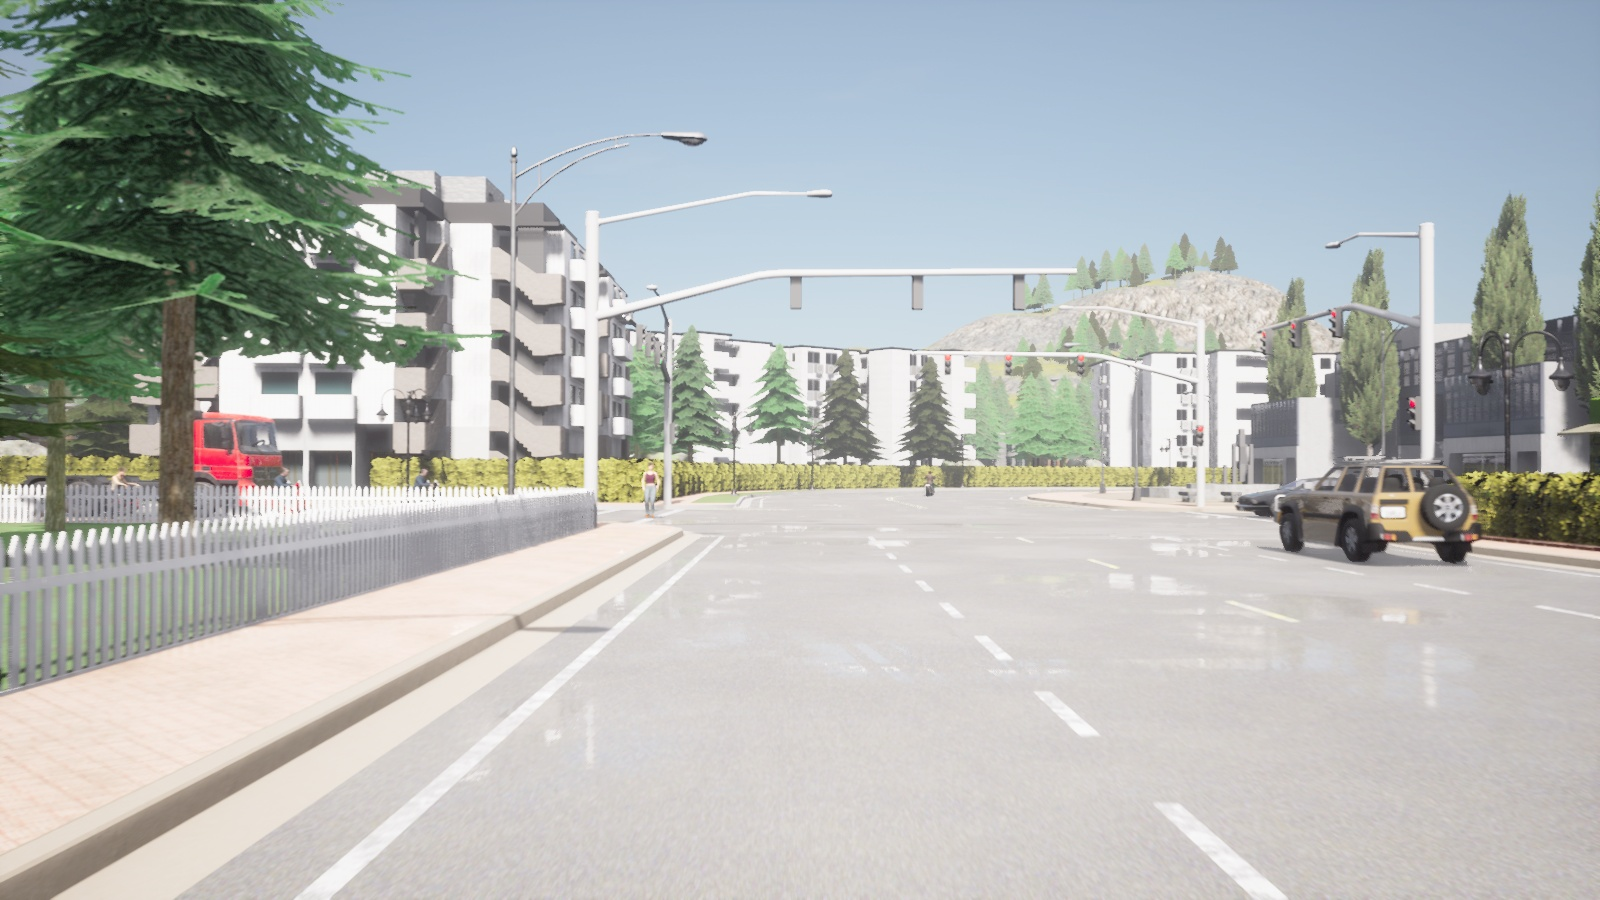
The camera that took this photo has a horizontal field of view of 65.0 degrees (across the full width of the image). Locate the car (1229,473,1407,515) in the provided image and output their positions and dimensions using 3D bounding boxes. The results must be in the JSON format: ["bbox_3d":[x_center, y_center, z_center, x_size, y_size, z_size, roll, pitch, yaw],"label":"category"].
[{"bbox_3d":[17.940,1.521,43.672,5.357,1.411,2.033,0,-1,1],"label":"car"}]

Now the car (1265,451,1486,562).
[{"bbox_3d":[10.440,0.978,23.223,1.932,1.855,4.605,0,-1,0],"label":"car"}]

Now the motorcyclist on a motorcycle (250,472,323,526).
[{"bbox_3d":[-15.292,1.456,37.426,1.817,1.590,0.866,0,-1,1],"label":"motorcyclist on a motorcycle"}]

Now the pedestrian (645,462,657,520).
[{"bbox_3d":[-4.797,1.307,40.407,0.345,1.836,0.594,0,-1,-2],"label":"pedestrian"}]

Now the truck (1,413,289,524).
[{"bbox_3d":[-21.264,0.605,41.077,7.936,3.462,2.891,0,-1,1],"label":"truck"}]
